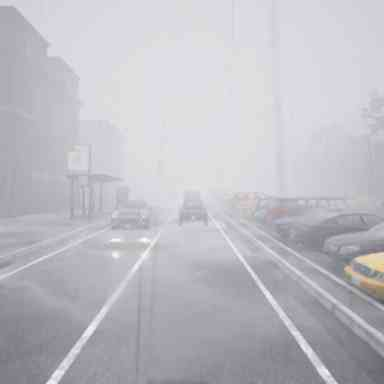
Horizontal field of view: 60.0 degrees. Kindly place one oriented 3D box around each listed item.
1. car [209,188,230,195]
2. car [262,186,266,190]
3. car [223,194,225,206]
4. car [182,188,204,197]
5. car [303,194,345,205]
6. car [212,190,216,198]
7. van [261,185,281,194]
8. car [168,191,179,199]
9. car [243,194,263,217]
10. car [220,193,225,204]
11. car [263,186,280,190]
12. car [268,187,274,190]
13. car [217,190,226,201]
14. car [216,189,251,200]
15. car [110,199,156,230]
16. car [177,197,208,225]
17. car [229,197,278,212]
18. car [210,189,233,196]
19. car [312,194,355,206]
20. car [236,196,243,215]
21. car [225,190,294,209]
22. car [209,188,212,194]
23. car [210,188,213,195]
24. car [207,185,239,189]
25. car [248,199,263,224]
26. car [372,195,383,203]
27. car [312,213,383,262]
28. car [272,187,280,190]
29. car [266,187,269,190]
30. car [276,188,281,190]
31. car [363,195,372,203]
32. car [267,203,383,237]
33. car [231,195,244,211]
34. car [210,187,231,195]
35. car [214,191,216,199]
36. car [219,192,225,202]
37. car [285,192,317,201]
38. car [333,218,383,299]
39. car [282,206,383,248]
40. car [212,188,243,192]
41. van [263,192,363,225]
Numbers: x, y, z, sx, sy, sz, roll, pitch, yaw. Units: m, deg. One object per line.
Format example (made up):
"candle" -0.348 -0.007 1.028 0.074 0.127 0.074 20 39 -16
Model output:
"car" 6.530 -0.164 79.198 4.792 1.488 2.163 0 3 0
"car" 19.584 -0.166 79.341 4.674 1.452 2.002 0 3 0
"car" 6.309 1.267 37.419 4.792 1.488 2.163 0 1 0
"car" 0.011 0.874 40.795 2.150 2.045 5.566 0 1 0
"car" 19.277 1.043 48.692 5.366 1.575 1.946 0 1 0
"car" 6.385 0.853 56.924 4.792 1.488 2.163 0 2 0
"van" 19.465 -0.583 81.995 4.442 1.987 1.878 -1 3 0
"car" -3.456 0.621 64.157 1.837 1.490 4.892 0 2 0
"car" 6.254 1.223 23.625 4.553 1.767 2.185 0 0 0
"car" 6.344 1.203 40.206 5.008 1.535 2.097 0 1 0
"car" 19.573 -0.006 76.560 4.674 1.452 2.002 0 3 0
"car" 19.734 0.254 70.861 5.366 1.575 1.946 0 3 0
"car" 6.413 0.926 48.567 4.553 1.767 2.185 0 1 0
"car" 6.424 0.860 51.346 4.553 1.767 2.185 0 1 0
"car" -3.373 1.210 19.779 2.097 1.767 4.553 0 0 0
"car" 0.073 1.327 22.533 2.128 1.511 4.902 0 0 0
"car" 6.325 1.304 34.633 4.674 1.452 2.002 0 0 0
"car" 6.474 0.118 73.640 5.008 1.535 2.097 0 3 0
"car" 19.457 1.105 45.902 5.008 1.535 2.097 0 1 0
"car" 6.481 1.325 26.283 5.366 1.575 1.946 0 0 0
"car" 6.345 1.034 31.848 5.566 2.045 2.435 0 0 0
"car" 6.451 0.397 68.063 4.892 1.521 2.231 0 3 0
"car" 6.418 0.548 65.288 4.792 1.488 2.163 0 2 0
"car" 6.497 0.011 70.837 5.566 2.045 2.435 0 3 0
"car" 6.280 1.372 20.718 4.892 1.521 2.231 0 0 0
"car" 19.358 1.053 29.053 5.566 2.045 2.435 0 0 0
"car" 6.233 1.493 9.584 4.674 1.452 2.002 0 0 0
"car" 19.723 0.388 68.069 5.366 1.575 1.946 0 3 0
"car" 19.588 0.143 73.652 4.792 1.488 2.163 0 3 0
"car" 19.498 0.539 65.418 4.792 1.488 2.163 0 3 0
"car" 19.582 1.280 31.838 5.366 1.575 1.946 0 0 0
"car" 6.257 1.412 15.151 5.008 1.535 2.097 0 0 0
"car" 6.301 1.306 29.067 5.008 1.535 2.097 0 0 0
"car" 6.521 -0.159 76.408 4.553 1.767 2.185 0 3 0
"car" 6.433 0.938 54.137 4.792 1.488 2.163 0 2 0
"car" 6.354 1.161 42.995 5.008 1.535 2.097 0 1 0
"car" 19.500 0.723 59.839 5.008 1.535 2.097 0 2 0
"car" 6.034 1.469 6.801 5.366 1.575 1.946 0 0 0
"car" 6.236 1.432 12.368 5.008 1.535 2.097 0 0 0
"car" 6.394 0.605 59.704 4.553 1.767 2.185 0 2 0
"van" 6.380 1.166 17.932 4.442 1.987 1.878 0 0 0
